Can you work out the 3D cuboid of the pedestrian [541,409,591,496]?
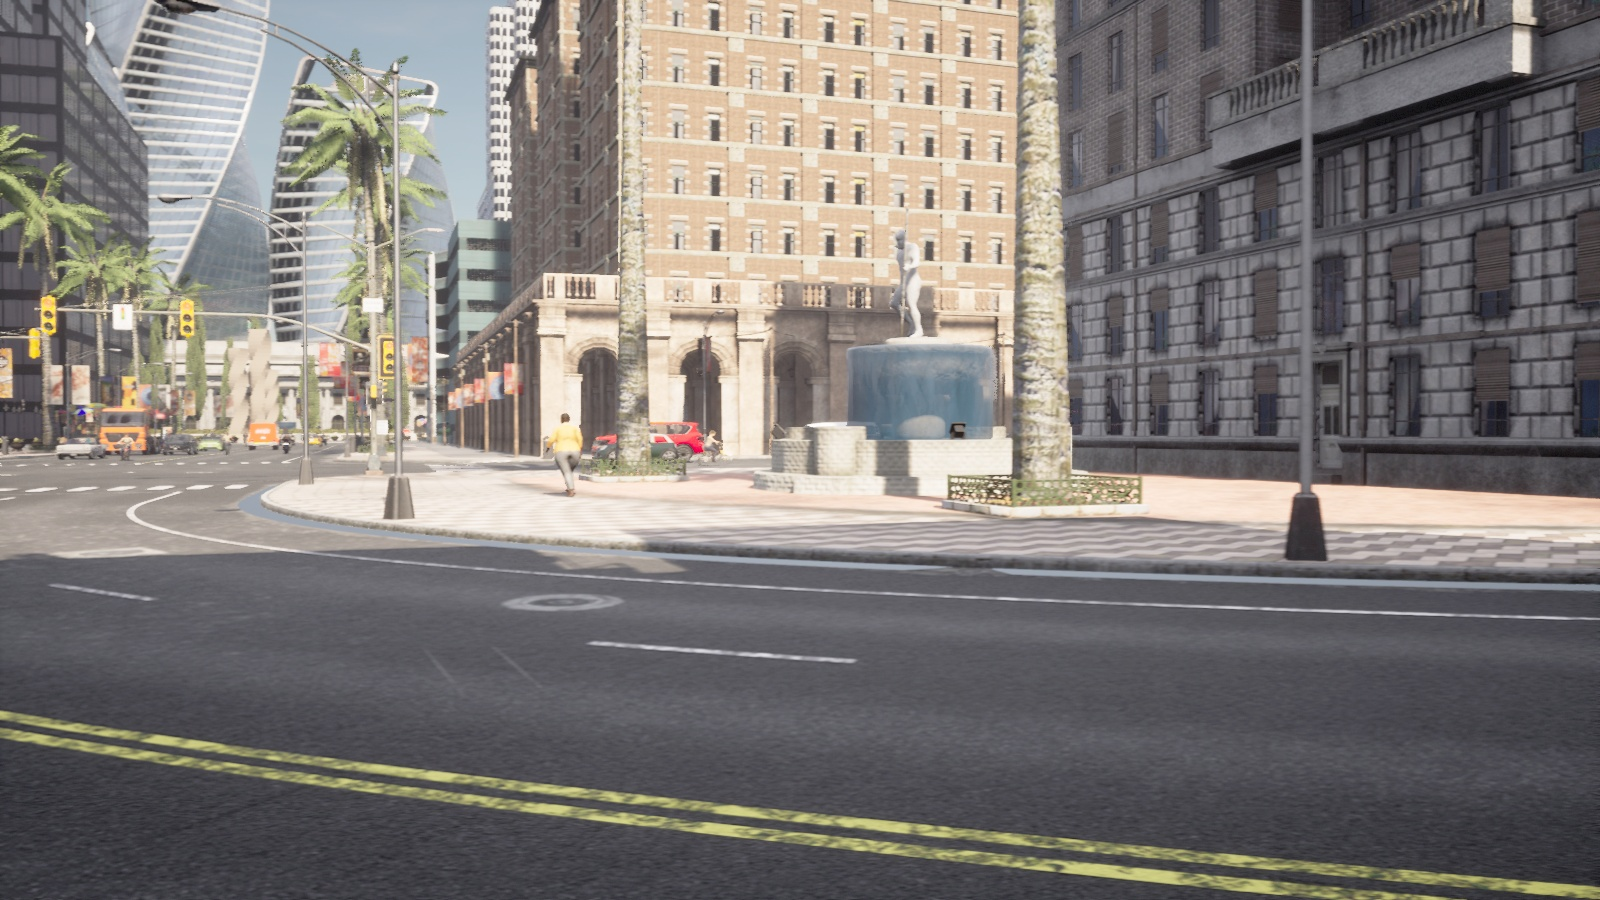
[{"bbox_3d":[-5.134,0.045,27.514,0.874,1.855,0.900,0,1,-27],"label":"pedestrian"}]

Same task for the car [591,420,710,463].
[{"bbox_3d":[-7.441,-0.431,62.313,5.566,2.045,2.150,0,1,-18],"label":"car"}]

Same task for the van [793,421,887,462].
[{"bbox_3d":[2.072,-0.443,65.477,4.480,2.038,2.069,-1,1,-18],"label":"van"}]

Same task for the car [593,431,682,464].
[{"bbox_3d":[-7.604,-0.129,58.567,3.806,1.475,1.970,0,1,-18],"label":"car"}]

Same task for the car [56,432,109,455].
[{"bbox_3d":[-43.455,-0.405,76.130,1.895,1.301,4.718,0,1,-18],"label":"car"}]

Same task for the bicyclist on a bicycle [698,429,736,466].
[{"bbox_3d":[-3.729,-0.105,56.185,1.509,1.612,0.866,0,1,-18],"label":"bicyclist on a bicycle"}]
